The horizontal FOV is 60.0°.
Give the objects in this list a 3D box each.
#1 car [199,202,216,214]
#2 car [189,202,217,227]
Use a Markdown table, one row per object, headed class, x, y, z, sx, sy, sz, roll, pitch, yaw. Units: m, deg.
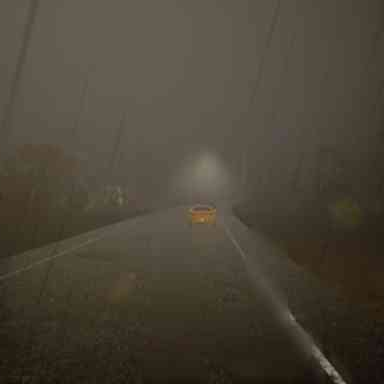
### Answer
| class | x | y | z | sx | sy | sz | roll | pitch | yaw |
| --- | --- | --- | --- | --- | --- | --- | --- | --- | --- |
| car | 2.000 | 1.953 | 41.681 | 1.994 | 1.385 | 4.181 | 0 | -1 | 5 |
| car | 0.824 | 1.714 | 24.912 | 1.882 | 1.535 | 5.008 | 0 | 0 | 3 |
